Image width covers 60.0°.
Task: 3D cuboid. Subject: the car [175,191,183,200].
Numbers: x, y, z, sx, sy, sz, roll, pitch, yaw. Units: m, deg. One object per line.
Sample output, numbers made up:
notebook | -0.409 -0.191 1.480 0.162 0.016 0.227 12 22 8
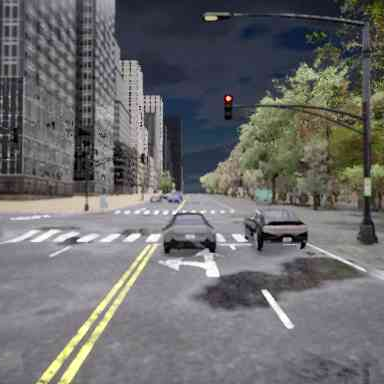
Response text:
car | -3.253 0.854 76.381 2.150 2.045 5.566 0 0 0

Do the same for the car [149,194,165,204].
car | -6.549 1.281 60.263 2.128 1.511 4.902 0 0 1

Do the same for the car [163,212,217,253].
car | -0.144 1.516 13.577 1.994 1.385 4.181 0 0 -2

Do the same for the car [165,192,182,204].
car | -3.298 1.268 60.161 1.882 1.535 5.008 0 0 1

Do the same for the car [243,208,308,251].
car | 3.305 1.433 13.905 2.128 1.511 4.902 -1 0 0

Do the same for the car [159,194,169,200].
car | -6.503 1.223 76.395 1.895 1.301 4.718 0 0 0
